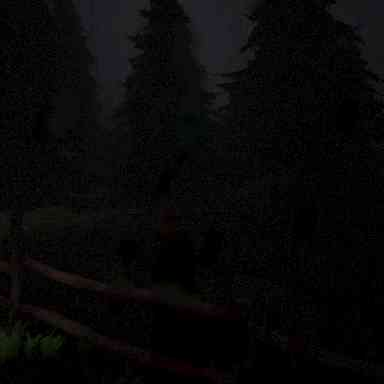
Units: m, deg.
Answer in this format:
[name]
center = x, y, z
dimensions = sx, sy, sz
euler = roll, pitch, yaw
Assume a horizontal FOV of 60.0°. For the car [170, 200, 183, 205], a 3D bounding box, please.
[car]
center = -2.726, 1.591, 37.117
dimensions = 4.181, 1.385, 1.994
euler = 0, 0, -13
